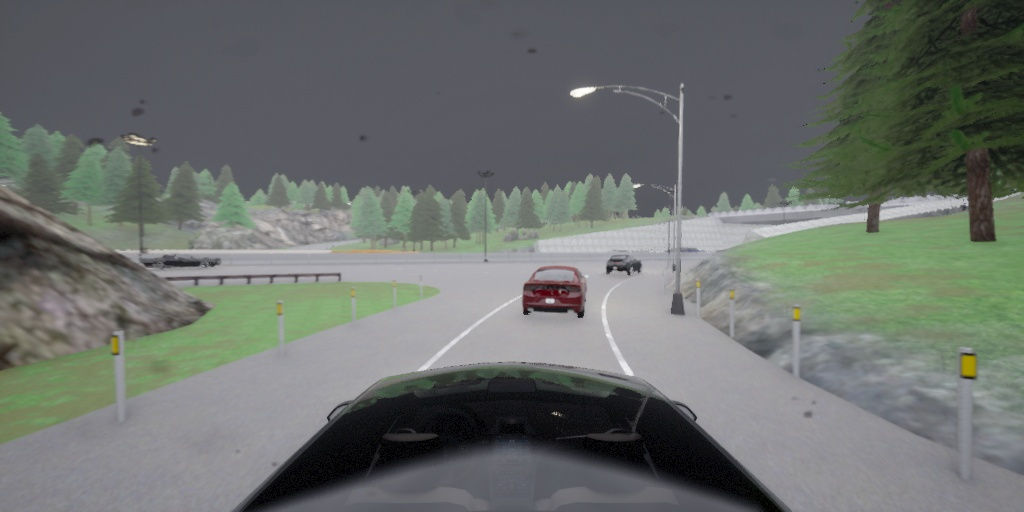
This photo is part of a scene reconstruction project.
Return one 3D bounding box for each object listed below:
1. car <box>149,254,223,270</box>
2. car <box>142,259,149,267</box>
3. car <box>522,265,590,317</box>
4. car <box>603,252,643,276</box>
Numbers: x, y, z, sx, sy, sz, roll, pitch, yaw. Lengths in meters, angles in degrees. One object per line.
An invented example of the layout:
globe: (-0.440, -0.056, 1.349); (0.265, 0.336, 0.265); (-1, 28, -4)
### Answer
car: (-27.307, 0.441, 29.952); (4.718, 1.301, 1.895); (0, 2, -25)
car: (-23.916, 0.517, 19.937); (4.553, 1.767, 2.097); (0, 2, -25)
car: (1.642, 1.066, 12.593); (1.882, 1.535, 5.008); (1, 1, 13)
car: (8.938, 0.682, 28.378); (1.837, 1.490, 4.892); (1, 0, 34)
